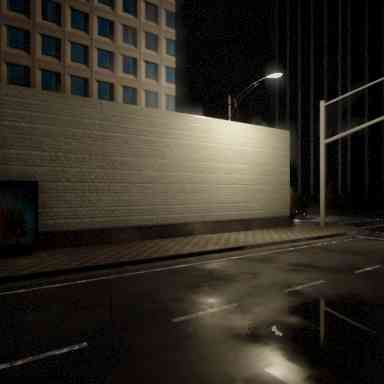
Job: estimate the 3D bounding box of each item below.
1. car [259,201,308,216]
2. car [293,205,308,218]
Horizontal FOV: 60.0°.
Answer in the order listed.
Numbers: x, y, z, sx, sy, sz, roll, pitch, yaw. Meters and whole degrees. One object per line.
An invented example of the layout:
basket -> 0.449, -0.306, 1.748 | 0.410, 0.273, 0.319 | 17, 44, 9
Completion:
car -> 9.324, 1.656, 34.302 | 1.895, 1.301, 4.718 | 0, 0, -36
car -> 8.123, 1.581, 29.977 | 1.812, 1.442, 4.674 | 0, 0, -36
